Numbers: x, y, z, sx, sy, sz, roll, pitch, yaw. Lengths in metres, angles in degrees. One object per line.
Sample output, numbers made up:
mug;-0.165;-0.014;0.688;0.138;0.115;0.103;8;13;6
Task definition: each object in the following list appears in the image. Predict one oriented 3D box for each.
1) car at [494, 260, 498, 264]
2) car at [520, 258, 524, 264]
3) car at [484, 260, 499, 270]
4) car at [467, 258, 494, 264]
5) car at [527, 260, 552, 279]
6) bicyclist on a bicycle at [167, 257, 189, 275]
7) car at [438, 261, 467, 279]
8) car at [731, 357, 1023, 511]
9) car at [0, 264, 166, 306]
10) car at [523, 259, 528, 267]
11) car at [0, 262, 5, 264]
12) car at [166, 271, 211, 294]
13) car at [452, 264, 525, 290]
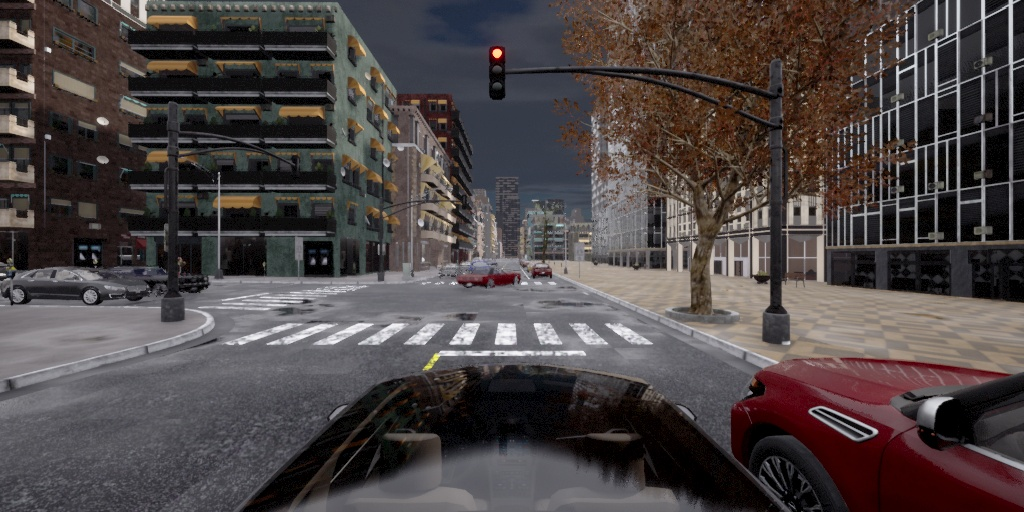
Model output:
car;-3.095;1.337;44.329;1.994;1.385;4.181;0;0;0
car;2.682;1.375;60.708;1.802;1.307;4.207;0;0;0
car;-3.090;1.333;54.693;2.033;1.411;5.357;0;0;0
car;-3.097;1.241;34.332;1.882;1.535;5.008;0;0;0
car;2.686;1.307;33.045;1.888;1.381;4.507;0;0;0
bicyclist on a bicycle;-23.172;0.761;24.886;0.582;1.620;1.656;1;0;-1
car;-5.694;1.313;33.044;2.007;1.370;4.403;0;0;0
car;2.692;1.065;0.658;2.192;1.841;5.009;0;0;0
car;-16.436;1.091;13.626;4.403;1.370;2.007;0;0;-1
car;2.685;1.298;44.280;1.751;1.417;4.829;0;0;0
car;-33.191;0.869;21.835;4.403;1.370;2.007;0;0;-1
car;-16.609;1.143;16.216;4.718;1.301;1.895;1;0;-1
car;-1.322;1.356;22.623;1.895;1.301;4.718;0;0;32
